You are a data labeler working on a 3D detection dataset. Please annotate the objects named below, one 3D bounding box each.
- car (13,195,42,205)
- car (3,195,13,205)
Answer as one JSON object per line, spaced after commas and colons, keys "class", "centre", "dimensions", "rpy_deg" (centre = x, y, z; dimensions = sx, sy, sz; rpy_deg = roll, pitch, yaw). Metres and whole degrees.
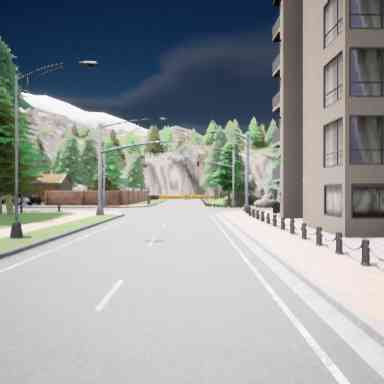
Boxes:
{"class": "car", "centre": [-25.019, 1.119, 51.246], "dimensions": [1.932, 1.855, 4.605], "rpy_deg": [0, 0, -1]}
{"class": "car", "centre": [-27.524, 1.121, 50.799], "dimensions": [1.905, 1.878, 3.866], "rpy_deg": [0, 0, -1]}
